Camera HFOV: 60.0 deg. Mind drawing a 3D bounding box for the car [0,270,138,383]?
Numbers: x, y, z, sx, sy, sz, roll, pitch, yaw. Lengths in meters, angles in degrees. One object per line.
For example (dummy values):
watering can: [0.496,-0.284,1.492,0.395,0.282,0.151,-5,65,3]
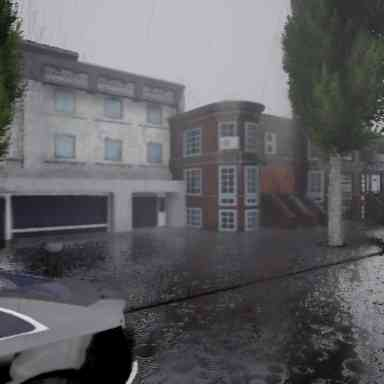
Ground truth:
car: [-2.839,1.494,2.553,4.902,1.511,2.128,0,0,-35]
